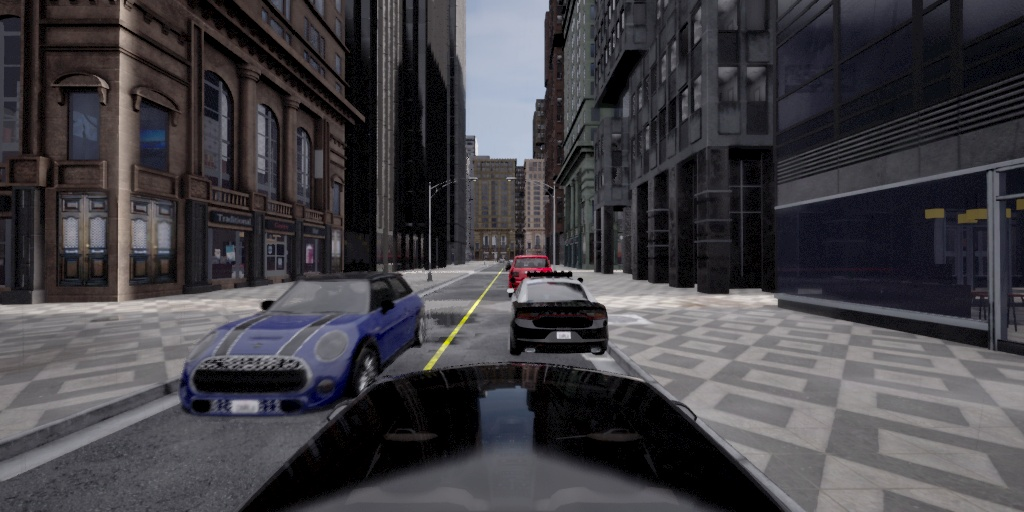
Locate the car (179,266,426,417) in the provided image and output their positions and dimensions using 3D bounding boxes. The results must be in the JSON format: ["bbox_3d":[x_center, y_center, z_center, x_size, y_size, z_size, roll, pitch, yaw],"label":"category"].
[{"bbox_3d":[-2.999,1.103,6.278,2.097,1.767,4.553,0,0,0],"label":"car"}]

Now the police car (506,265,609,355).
[{"bbox_3d":[0.904,1.179,8.832,1.930,1.638,5.238,0,0,0],"label":"police car"}]

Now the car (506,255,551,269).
[{"bbox_3d":[0.912,0.985,18.753,2.150,2.045,5.566,0,0,0],"label":"car"}]

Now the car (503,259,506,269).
[{"bbox_3d":[0.083,1.414,48.535,1.895,1.301,4.718,0,0,1],"label":"car"}]
